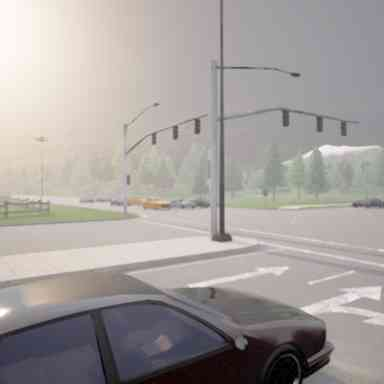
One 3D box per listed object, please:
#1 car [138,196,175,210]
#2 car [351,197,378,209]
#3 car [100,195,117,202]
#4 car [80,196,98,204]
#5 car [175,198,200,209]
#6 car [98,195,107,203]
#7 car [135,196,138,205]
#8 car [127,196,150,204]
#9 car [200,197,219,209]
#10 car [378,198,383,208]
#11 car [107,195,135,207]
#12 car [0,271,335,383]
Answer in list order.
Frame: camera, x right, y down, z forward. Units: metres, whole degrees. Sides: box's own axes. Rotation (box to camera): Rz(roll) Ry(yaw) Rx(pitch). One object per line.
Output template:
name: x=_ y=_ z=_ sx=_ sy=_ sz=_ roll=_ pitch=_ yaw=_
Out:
car: x=-4.497 y=1.399 z=41.353 sx=1.882 sy=1.535 sz=5.008 roll=0 pitch=0 yaw=-35
car: x=23.008 y=1.380 z=43.184 sx=5.357 sy=1.411 sz=2.033 roll=0 pitch=0 yaw=-32
car: x=-18.604 y=1.371 z=73.950 sx=2.128 sy=1.511 sz=4.902 roll=0 pitch=0 yaw=-35
car: x=-20.123 y=1.483 z=63.864 sx=1.994 sy=1.385 sz=4.181 roll=0 pitch=0 yaw=-34
car: x=-1.383 y=1.509 z=43.009 sx=1.895 sy=1.301 sz=4.718 roll=0 pitch=0 yaw=-35
car: x=-17.997 y=1.431 z=66.967 sx=1.812 sy=1.442 sz=4.674 roll=0 pitch=0 yaw=-35
car: x=-7.990 y=1.385 z=52.485 sx=1.882 sy=1.535 sz=5.008 roll=0 pitch=0 yaw=-35
car: x=-9.955 y=1.441 z=61.487 sx=2.033 sy=1.411 sz=5.357 roll=0 pitch=0 yaw=-34
car: x=1.468 y=1.443 z=45.044 sx=2.033 sy=1.411 sz=5.357 roll=0 pitch=0 yaw=-35
car: x=25.581 y=1.052 z=40.756 sx=5.566 sy=2.045 sz=2.150 roll=0 pitch=0 yaw=-35
car: x=-10.839 y=1.447 z=50.449 sx=1.812 sy=1.442 sz=4.674 roll=0 pitch=0 yaw=-35
car: x=-0.938 y=1.544 z=3.094 sx=5.357 sy=1.411 sz=2.033 roll=0 pitch=0 yaw=-36
